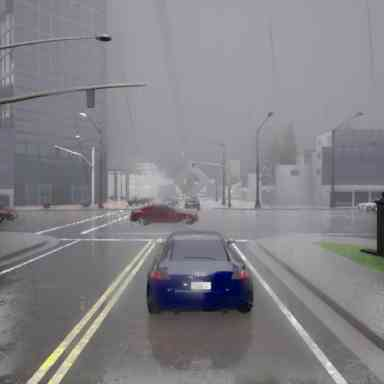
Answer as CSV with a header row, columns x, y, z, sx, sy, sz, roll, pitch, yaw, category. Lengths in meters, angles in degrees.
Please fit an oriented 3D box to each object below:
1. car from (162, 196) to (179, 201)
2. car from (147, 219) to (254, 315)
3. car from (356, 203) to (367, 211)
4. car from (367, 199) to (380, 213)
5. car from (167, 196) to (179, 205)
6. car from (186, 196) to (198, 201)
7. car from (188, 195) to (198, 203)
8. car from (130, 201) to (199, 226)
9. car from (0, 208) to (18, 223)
x,y,z,sx,sy,sz,roll,pitch,yaw,category
-3.531,1.489,51.142,2.128,1.511,4.902,0,0,0,car
0.096,1.564,7.662,1.994,1.385,4.181,0,0,-2,car
20.786,1.476,37.049,4.674,1.442,1.812,0,0,-2,car
20.543,1.513,33.535,4.181,1.385,1.994,0,0,0,car
-3.474,1.502,61.542,1.837,1.490,4.892,0,0,1,car
0.042,1.495,43.151,2.128,1.511,4.902,0,0,1,car
0.302,1.474,69.864,1.882,1.535,5.008,0,0,3,car
-1.886,1.539,22.681,4.674,1.442,1.812,0,0,0,car
-16.212,1.631,26.090,4.674,1.442,1.812,-1,0,0,car
